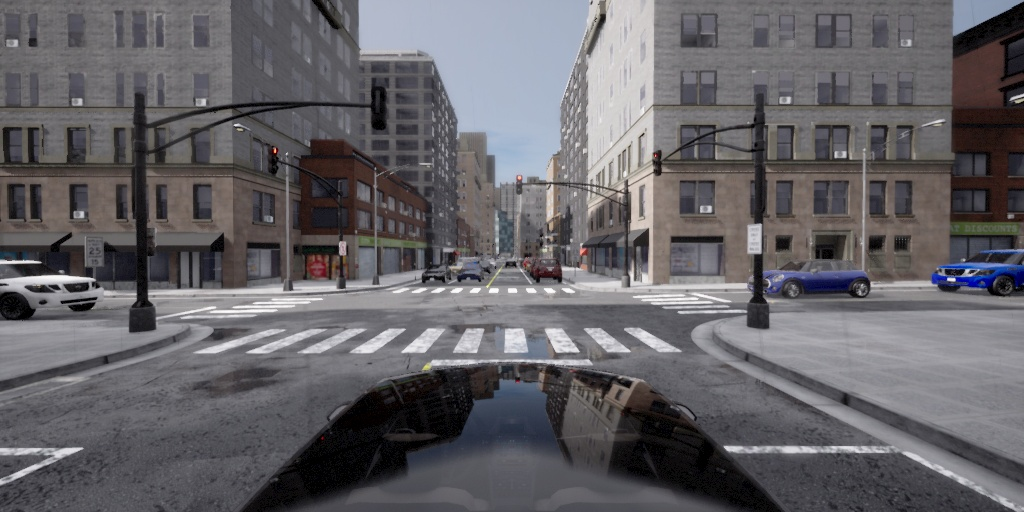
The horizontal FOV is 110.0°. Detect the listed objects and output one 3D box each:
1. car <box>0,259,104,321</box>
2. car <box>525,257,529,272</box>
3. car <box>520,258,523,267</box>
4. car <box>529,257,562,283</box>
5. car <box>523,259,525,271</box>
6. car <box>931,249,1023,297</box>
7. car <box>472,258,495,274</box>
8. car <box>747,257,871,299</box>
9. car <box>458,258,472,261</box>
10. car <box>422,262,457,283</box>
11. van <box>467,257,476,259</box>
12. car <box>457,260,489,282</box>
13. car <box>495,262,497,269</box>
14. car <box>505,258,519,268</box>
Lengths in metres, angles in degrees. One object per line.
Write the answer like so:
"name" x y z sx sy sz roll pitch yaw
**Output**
"car" -18.451 1.143 12.945 5.566 2.045 2.150 -1 1 -2
"car" 2.720 1.062 33.706 2.192 1.841 5.009 0 0 0
"car" 2.646 1.058 50.464 2.192 1.841 5.009 0 0 0
"car" 2.744 1.063 28.120 2.192 1.841 5.009 0 0 0
"car" 2.670 1.271 45.048 1.751 1.417 4.829 0 0 0
"car" 22.977 0.706 16.507 5.566 2.045 2.150 -1 1 0
"car" -3.268 1.253 40.464 1.837 1.490 4.892 0 0 0
"car" 13.401 0.936 16.398 4.553 1.767 2.097 -1 1 -1
"car" -5.833 1.272 39.083 1.751 1.417 4.829 0 0 0
"car" -5.782 1.314 28.081 1.948 1.339 4.313 0 0 0
"van" -5.859 1.086 44.839 1.690 1.789 3.998 0 0 0
"car" -3.217 1.296 28.973 2.033 1.411 5.357 0 0 0
"car" -3.309 1.267 54.386 1.812 1.442 4.674 0 0 0
"car" -0.171 1.215 61.290 1.882 1.535 5.008 0 0 0
